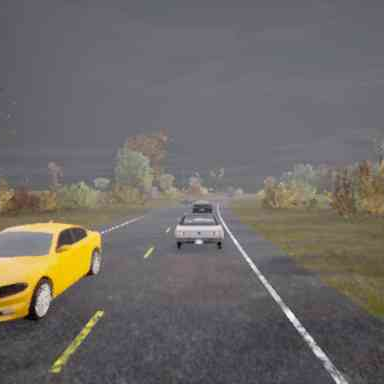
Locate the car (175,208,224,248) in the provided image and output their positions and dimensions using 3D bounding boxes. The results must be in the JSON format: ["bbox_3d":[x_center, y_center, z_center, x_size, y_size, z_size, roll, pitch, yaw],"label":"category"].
[{"bbox_3d":[0.326,1.600,14.861,1.895,1.301,4.718,0,0,1],"label":"car"}]

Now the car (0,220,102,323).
[{"bbox_3d":[-3.522,1.477,7.503,1.882,1.535,5.008,0,0,1],"label":"car"}]

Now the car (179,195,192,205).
[{"bbox_3d":[-0.886,1.334,56.340,2.097,1.767,4.553,0,0,6],"label":"car"}]

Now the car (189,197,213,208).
[{"bbox_3d":[1.070,1.471,33.072,1.882,1.535,5.008,0,0,3],"label":"car"}]
